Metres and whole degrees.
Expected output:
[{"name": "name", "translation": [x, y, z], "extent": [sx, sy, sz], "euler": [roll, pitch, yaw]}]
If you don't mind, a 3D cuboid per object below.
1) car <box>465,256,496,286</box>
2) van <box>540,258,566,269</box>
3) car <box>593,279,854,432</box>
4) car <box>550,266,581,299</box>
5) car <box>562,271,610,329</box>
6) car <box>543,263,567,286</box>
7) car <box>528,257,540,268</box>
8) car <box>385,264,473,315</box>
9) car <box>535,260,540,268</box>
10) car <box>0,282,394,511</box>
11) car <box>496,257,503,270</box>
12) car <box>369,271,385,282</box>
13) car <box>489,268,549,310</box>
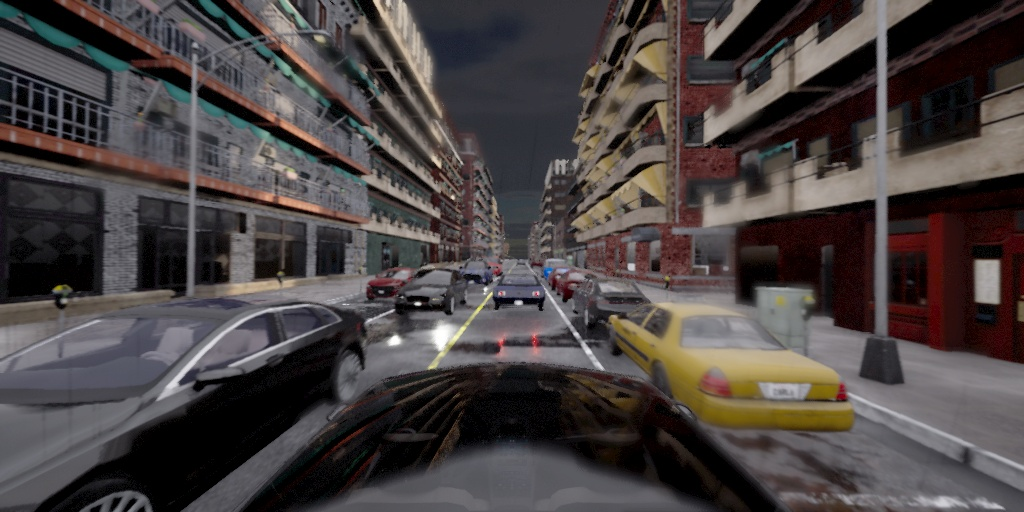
[{"name": "car", "translation": [-2.513, 1.084, 24.971], "extent": [2.097, 1.767, 4.553], "euler": [1, 0, 2]}, {"name": "van", "translation": [3.342, 1.140, 28.116], "extent": [1.690, 1.789, 3.998], "euler": [0, 0, 2]}, {"name": "car", "translation": [2.751, 1.307, 5.871], "extent": [1.751, 1.417, 4.829], "euler": [0, 0, 2]}, {"name": "car", "translation": [3.042, 1.334, 16.795], "extent": [1.888, 1.381, 4.507], "euler": [0, 0, 2]}, {"name": "car", "translation": [2.891, 1.335, 11.135], "extent": [2.007, 1.370, 4.403], "euler": [0, 0, 2]}, {"name": "car", "translation": [3.192, 1.339, 22.455], "extent": [1.888, 1.381, 4.507], "euler": [0, 0, 2]}, {"name": "car", "translation": [4.243, 1.160, 62.075], "extent": [2.192, 1.841, 5.009], "euler": [0, 0, 2]}, {"name": "car", "translation": [-2.830, 1.227, 13.495], "extent": [1.837, 1.490, 4.892], "euler": [1, 0, 2]}, {"name": "car", "translation": [3.492, 1.356, 33.776], "extent": [2.007, 1.370, 4.403], "euler": [0, 0, 2]}, {"name": "car", "translation": [-3.100, 1.208, 3.433], "extent": [2.128, 1.511, 4.902], "euler": [1, 0, 2]}, {"name": "car", "translation": [-2.148, 1.071, 35.423], "extent": [2.150, 2.045, 5.566], "euler": [1, 0, 2]}, {"name": "car", "translation": [-5.335, 1.242, 17.018], "extent": [1.888, 1.381, 4.507], "euler": [0, 0, 2]}, {"name": "car", "translation": [0.302, 1.358, 14.834], "extent": [1.895, 1.301, 4.718], "euler": [1, 0, 2]}]
